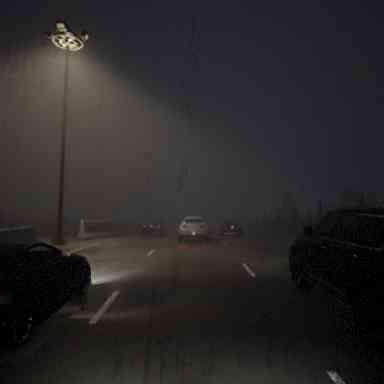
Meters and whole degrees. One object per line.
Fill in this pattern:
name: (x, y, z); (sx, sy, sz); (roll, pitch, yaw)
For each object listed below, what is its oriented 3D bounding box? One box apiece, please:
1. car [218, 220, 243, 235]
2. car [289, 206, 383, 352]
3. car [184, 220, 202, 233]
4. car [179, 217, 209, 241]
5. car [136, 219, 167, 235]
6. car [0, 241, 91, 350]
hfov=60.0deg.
car: (3.608, 3.317, 31.626); (1.994, 1.385, 4.181); (0, -6, 0)
car: (3.602, 1.278, 6.374); (2.150, 2.045, 5.566); (0, -1, 0)
car: (0.110, 4.105, 39.706); (2.033, 1.411, 5.357); (0, -6, 0)
car: (0.106, 2.328, 21.442); (1.812, 1.442, 4.674); (0, -4, 0)
car: (-3.392, 3.159, 30.209); (2.033, 1.411, 5.357); (0, -6, 0)
car: (-3.398, 1.619, 6.294); (1.994, 1.385, 4.181); (0, -1, 0)
